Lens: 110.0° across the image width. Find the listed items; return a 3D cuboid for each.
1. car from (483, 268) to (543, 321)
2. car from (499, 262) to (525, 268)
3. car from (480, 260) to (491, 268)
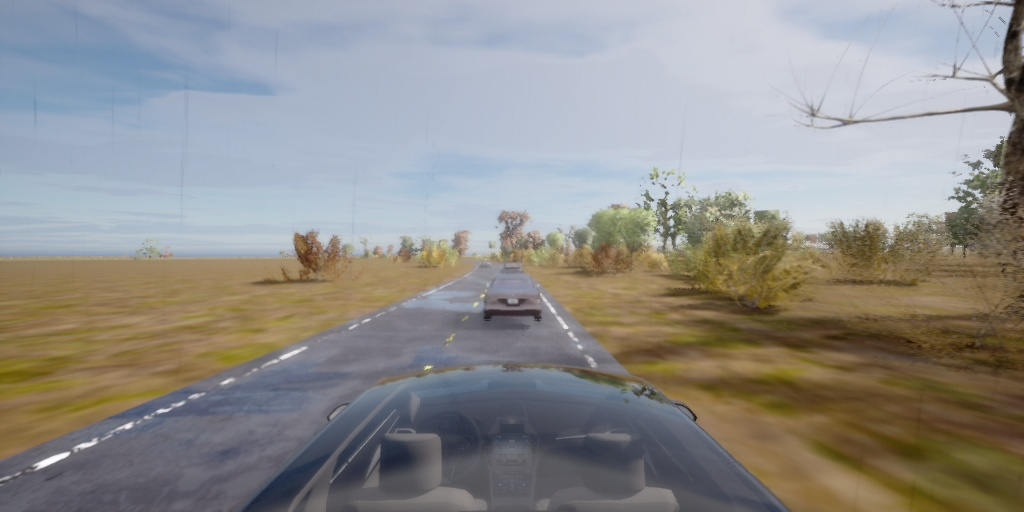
[{"bbox_3d":[0.033,1.300,12.469,2.033,1.411,5.357,0,0,0],"label":"car"},{"bbox_3d":[-0.006,1.247,29.593,2.128,1.511,4.902,0,0,0],"label":"car"},{"bbox_3d":[-4.469,1.372,60.612,1.895,1.301,4.718,0,0,-4],"label":"car"}]
